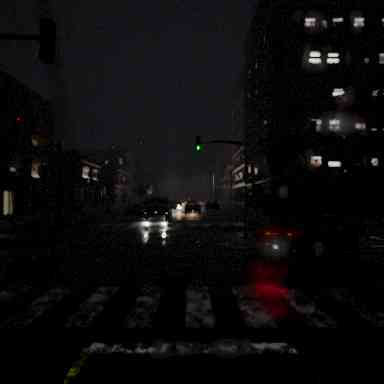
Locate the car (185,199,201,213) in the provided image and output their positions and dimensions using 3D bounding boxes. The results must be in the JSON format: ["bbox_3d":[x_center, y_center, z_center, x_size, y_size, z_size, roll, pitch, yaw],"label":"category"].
[{"bbox_3d":[0.095,1.851,40.525,1.895,1.301,4.718,0,0,0],"label":"car"}]

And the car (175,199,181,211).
[{"bbox_3d":[-3.065,1.836,46.816,2.033,1.411,5.357,0,0,0],"label":"car"}]

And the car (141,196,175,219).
[{"bbox_3d":[-3.097,1.416,31.358,2.150,2.045,5.566,0,0,0],"label":"car"}]

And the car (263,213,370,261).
[{"bbox_3d":[4.813,1.560,12.635,4.892,1.490,1.837,-1,-3,-35],"label":"car"}]

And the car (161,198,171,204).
[{"bbox_3d":[-5.686,2.039,73.842,1.802,1.307,4.206,1,0,0],"label":"car"}]

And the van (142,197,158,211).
[{"bbox_3d":[-5.678,1.622,45.411,1.690,1.788,3.998,1,0,0],"label":"van"}]

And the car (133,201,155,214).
[{"bbox_3d":[-5.682,1.790,39.722,1.887,1.381,4.507,1,0,0],"label":"car"}]

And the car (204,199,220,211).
[{"bbox_3d":[2.700,1.721,45.472,1.967,1.590,4.097,1,0,0],"label":"car"}]

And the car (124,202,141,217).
[{"bbox_3d":[-5.757,1.755,34.041,1.887,1.381,4.507,1,0,0],"label":"car"}]
